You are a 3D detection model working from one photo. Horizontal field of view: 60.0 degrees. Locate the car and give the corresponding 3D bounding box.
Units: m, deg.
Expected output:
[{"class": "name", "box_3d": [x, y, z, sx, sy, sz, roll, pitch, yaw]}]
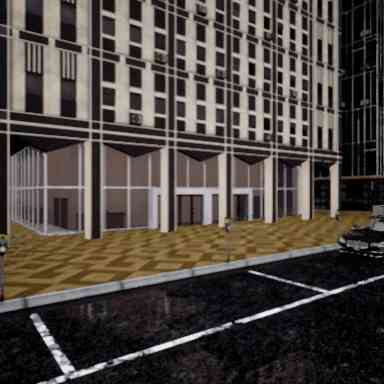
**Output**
[{"class": "car", "box_3d": [6.774, 1.469, 11.381, 4.403, 1.369, 2.008, 0, 1, -35]}]
